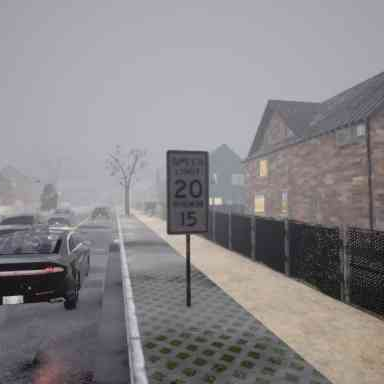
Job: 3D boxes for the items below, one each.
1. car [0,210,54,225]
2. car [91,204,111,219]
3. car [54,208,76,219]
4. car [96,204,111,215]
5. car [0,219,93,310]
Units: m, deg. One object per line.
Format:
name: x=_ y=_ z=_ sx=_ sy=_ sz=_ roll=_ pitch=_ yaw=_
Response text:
car: x=-8.395 y=1.821 z=16.439 sx=1.837 sy=1.490 sz=4.892 roll=0 pitch=-1 yaw=-13
car: x=-10.315 y=2.260 z=37.739 sx=1.837 sy=1.490 sz=4.892 roll=0 pitch=-1 yaw=-13
car: x=-11.228 y=2.121 z=28.810 sx=2.033 sy=1.411 sz=5.357 roll=0 pitch=-1 yaw=-13
car: x=-12.663 y=2.457 z=47.760 sx=1.882 sy=1.535 sz=5.008 roll=0 pitch=-1 yaw=-13
car: x=-3.509 y=1.626 z=7.893 sx=2.128 sy=1.511 sz=4.902 roll=0 pitch=-1 yaw=-13
